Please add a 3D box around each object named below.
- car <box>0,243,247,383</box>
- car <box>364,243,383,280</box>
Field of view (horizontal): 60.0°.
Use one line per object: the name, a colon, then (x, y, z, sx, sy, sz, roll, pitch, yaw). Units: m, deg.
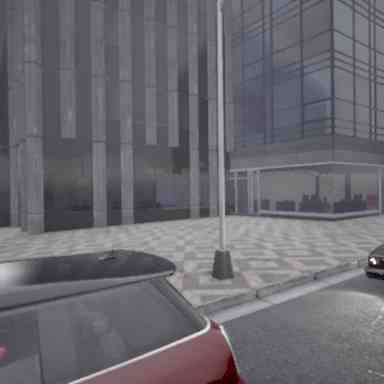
car: (-1.816, 1.363, 2.072, 4.553, 1.767, 2.097, -2, 1, -36)
car: (6.321, 1.314, 8.085, 5.357, 1.411, 2.033, -2, 1, -37)
